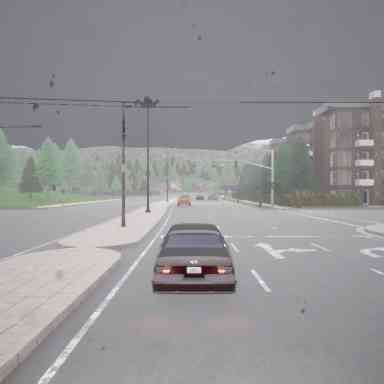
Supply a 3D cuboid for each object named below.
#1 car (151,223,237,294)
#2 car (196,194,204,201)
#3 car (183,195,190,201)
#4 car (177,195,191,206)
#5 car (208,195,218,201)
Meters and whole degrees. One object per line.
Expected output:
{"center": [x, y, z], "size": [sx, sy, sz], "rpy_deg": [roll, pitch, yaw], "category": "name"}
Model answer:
{"center": [0.051, 1.547, 8.906], "size": [2.033, 1.411, 5.357], "rpy_deg": [0, 0, 0], "category": "car"}
{"center": [2.066, 1.477, 85.513], "size": [1.882, 1.535, 5.008], "rpy_deg": [0, 0, 0], "category": "car"}
{"center": [-1.434, 1.523, 85.478], "size": [1.812, 1.442, 4.674], "rpy_deg": [0, 0, 0], "category": "car"}
{"center": [-1.302, 1.352, 54.653], "size": [2.097, 1.767, 4.553], "rpy_deg": [0, 0, -1], "category": "car"}
{"center": [5.566, 1.539, 85.517], "size": [2.033, 1.411, 5.357], "rpy_deg": [0, 0, 0], "category": "car"}
